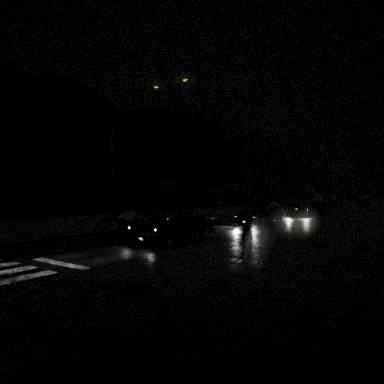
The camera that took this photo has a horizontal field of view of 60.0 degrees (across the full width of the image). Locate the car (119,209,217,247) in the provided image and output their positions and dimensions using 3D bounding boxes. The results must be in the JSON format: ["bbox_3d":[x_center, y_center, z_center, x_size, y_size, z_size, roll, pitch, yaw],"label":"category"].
[{"bbox_3d":[-0.796,1.564,15.194,1.895,1.301,4.718,0,0,35],"label":"car"}]

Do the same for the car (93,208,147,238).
[{"bbox_3d":[-2.875,1.516,16.642,2.008,1.369,4.403,0,0,35],"label":"car"}]

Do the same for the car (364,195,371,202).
[{"bbox_3d":[39.476,1.485,76.915,1.752,1.417,4.829,0,0,35],"label":"car"}]

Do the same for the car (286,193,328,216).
[{"bbox_3d":[10.894,1.157,31.807,2.150,2.045,5.566,0,0,35],"label":"car"}]

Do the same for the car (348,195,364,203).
[{"bbox_3d":[33.043,1.507,67.759,1.947,1.339,4.313,0,0,35],"label":"car"}]

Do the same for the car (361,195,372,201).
[{"bbox_3d":[42.839,1.517,81.701,1.887,1.381,4.507,0,0,35],"label":"car"}]

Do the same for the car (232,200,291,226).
[{"bbox_3d":[4.828,1.493,23.190,2.033,1.411,5.357,0,0,35],"label":"car"}]

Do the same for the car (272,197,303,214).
[{"bbox_3d":[10.185,1.377,35.230,1.967,1.590,4.097,0,0,35],"label":"car"}]

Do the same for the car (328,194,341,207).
[{"bbox_3d":[19.981,1.248,49.171,2.192,1.841,5.009,0,0,35],"label":"car"}]

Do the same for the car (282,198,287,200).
[{"bbox_3d":[6.920,1.522,30.582,1.802,1.307,4.206,0,0,35],"label":"car"}]

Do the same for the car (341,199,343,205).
[{"bbox_3d":[23.248,1.498,53.818,1.947,1.339,4.313,0,0,35],"label":"car"}]
